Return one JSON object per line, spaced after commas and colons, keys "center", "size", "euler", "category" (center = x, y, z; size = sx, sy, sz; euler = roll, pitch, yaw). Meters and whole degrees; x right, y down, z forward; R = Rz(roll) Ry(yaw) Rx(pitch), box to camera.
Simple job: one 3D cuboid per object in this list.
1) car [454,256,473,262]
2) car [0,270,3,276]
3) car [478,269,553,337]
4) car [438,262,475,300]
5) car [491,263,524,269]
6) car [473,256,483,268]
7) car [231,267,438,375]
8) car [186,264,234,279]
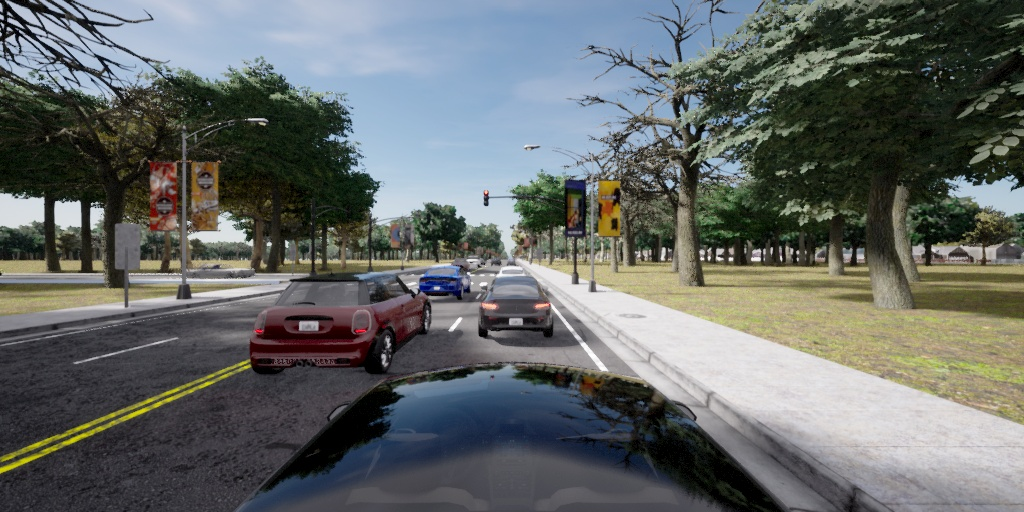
{"center": [-6.675, 1.115, 46.141], "size": [2.097, 1.767, 4.553], "euler": [0, 0, 0], "category": "car"}
{"center": [-45.888, 1.213, 29.971], "size": [4.892, 1.490, 1.837], "euler": [0, 0, 0], "category": "car"}
{"center": [0.086, 1.276, 10.154], "size": [1.812, 1.442, 4.674], "euler": [0, 0, 0], "category": "car"}
{"center": [-3.179, 1.229, 17.777], "size": [1.882, 1.535, 5.008], "euler": [0, 0, 1], "category": "car"}
{"center": [0.033, 1.278, 19.257], "size": [1.812, 1.442, 4.674], "euler": [0, 0, 0], "category": "car"}
{"center": [-6.682, 0.999, 61.731], "size": [2.150, 2.045, 5.566], "euler": [0, 0, 0], "category": "car"}
{"center": [-3.159, 1.102, 7.669], "size": [2.097, 1.767, 4.553], "euler": [0, 0, 0], "category": "car"}
{"center": [-24.288, 1.330, 29.974], "size": [4.718, 1.301, 1.895], "euler": [0, 0, 0], "category": "car"}
